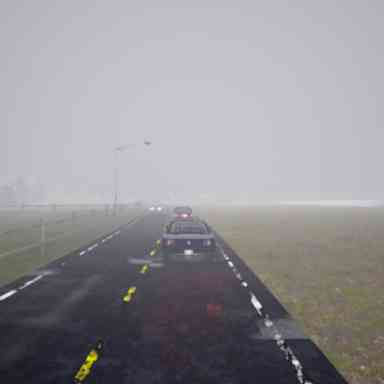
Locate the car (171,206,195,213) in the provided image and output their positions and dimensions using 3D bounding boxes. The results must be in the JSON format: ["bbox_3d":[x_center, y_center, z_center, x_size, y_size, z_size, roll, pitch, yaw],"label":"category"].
[{"bbox_3d":[-0.732,1.858,27.645,2.033,1.411,5.357,0,-1,-3],"label":"car"}]

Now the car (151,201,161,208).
[{"bbox_3d":[-6.993,2.380,65.020,1.895,1.301,4.718,0,-1,-7],"label":"car"}]

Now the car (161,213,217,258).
[{"bbox_3d":[-0.144,1.746,13.324,1.895,1.301,4.718,0,-1,-1],"label":"car"}]
